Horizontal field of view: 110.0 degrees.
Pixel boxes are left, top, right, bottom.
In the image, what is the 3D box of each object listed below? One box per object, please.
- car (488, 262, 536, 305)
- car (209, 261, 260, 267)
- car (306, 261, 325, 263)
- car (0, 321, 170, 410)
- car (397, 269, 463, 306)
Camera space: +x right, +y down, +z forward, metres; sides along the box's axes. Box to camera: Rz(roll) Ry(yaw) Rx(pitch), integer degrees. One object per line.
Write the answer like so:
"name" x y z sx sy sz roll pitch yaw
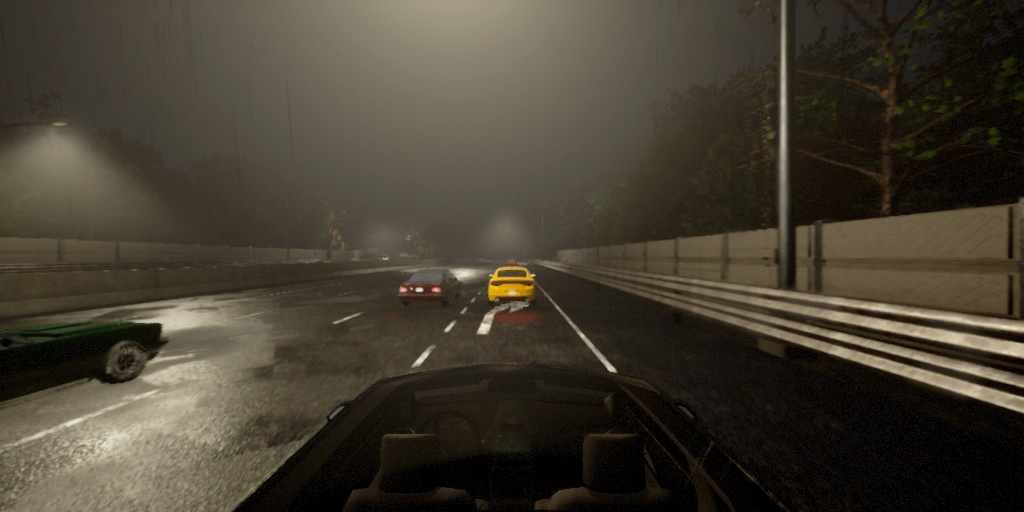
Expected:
"car" 0.013 1.217 15.922 1.882 1.535 5.008 0 0 0
"car" -24.557 1.266 32.694 2.033 1.411 5.357 0 0 0
"car" -21.044 1.273 38.213 2.033 1.411 5.357 0 0 0
"car" -6.895 1.344 4.063 1.895 1.301 4.718 0 0 0
"car" -3.388 1.284 15.639 2.033 1.411 5.357 0 0 0
